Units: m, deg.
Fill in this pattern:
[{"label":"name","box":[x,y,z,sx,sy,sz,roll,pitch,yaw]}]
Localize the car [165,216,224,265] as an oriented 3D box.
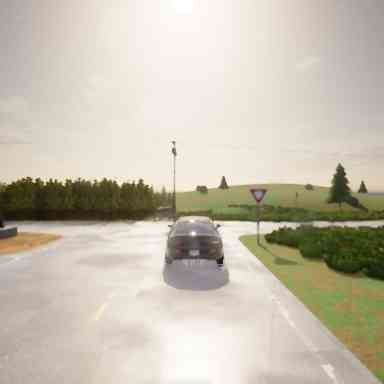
[{"label":"car","box":[0.083,1.585,11.802,1.812,1.442,4.674,0,0,0]}]
